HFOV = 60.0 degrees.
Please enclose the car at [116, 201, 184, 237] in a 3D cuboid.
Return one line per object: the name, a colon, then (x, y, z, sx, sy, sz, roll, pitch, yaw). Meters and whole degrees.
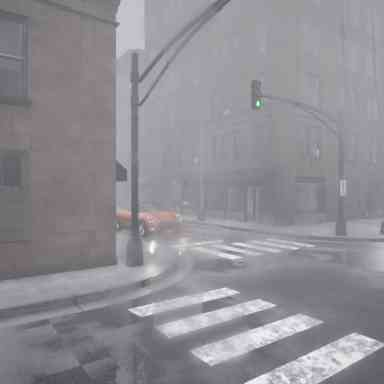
car: (-2.362, 1.263, 17.521, 2.097, 1.767, 4.553, 0, 0, -35)
